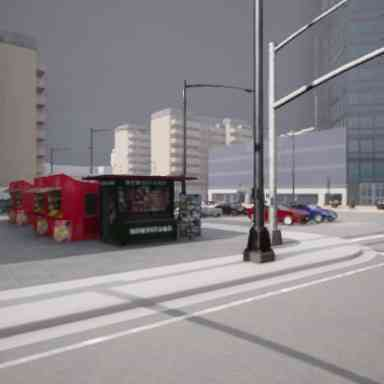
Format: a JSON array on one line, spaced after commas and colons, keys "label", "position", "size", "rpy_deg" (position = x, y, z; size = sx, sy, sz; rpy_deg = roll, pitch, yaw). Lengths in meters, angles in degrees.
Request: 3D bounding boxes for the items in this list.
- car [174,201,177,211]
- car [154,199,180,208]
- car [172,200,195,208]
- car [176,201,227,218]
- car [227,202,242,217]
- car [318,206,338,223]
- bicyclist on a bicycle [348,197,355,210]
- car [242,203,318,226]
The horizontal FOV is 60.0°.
[{"label": "car", "position": [-4.146, 1.579, 44.878], "size": [2.150, 2.045, 5.566], "rpy_deg": [0, -1, -36]}, {"label": "car", "position": [-4.404, 1.980, 57.473], "size": [2.128, 1.511, 4.902], "rpy_deg": [0, -1, -36]}, {"label": "car", "position": [-1.583, 2.082, 59.545], "size": [1.895, 1.301, 4.718], "rpy_deg": [0, -1, -36]}, {"label": "car", "position": [0.835, 1.772, 32.024], "size": [1.895, 1.301, 4.718], "rpy_deg": [0, -1, -36]}, {"label": "car", "position": [4.054, 1.717, 33.551], "size": [1.994, 1.385, 4.181], "rpy_deg": [0, -1, -36]}, {"label": "car", "position": [9.183, 1.578, 26.449], "size": [1.812, 1.442, 4.674], "rpy_deg": [0, -1, -35]}, {"label": "bicyclist on a bicycle", "position": [19.414, 1.369, 40.435], "size": [1.656, 1.620, 0.582], "rpy_deg": [-1, 0, -36]}, {"label": "car", "position": [6.320, 1.537, 24.466], "size": [1.882, 1.535, 5.008], "rpy_deg": [0, -1, -36]}]
